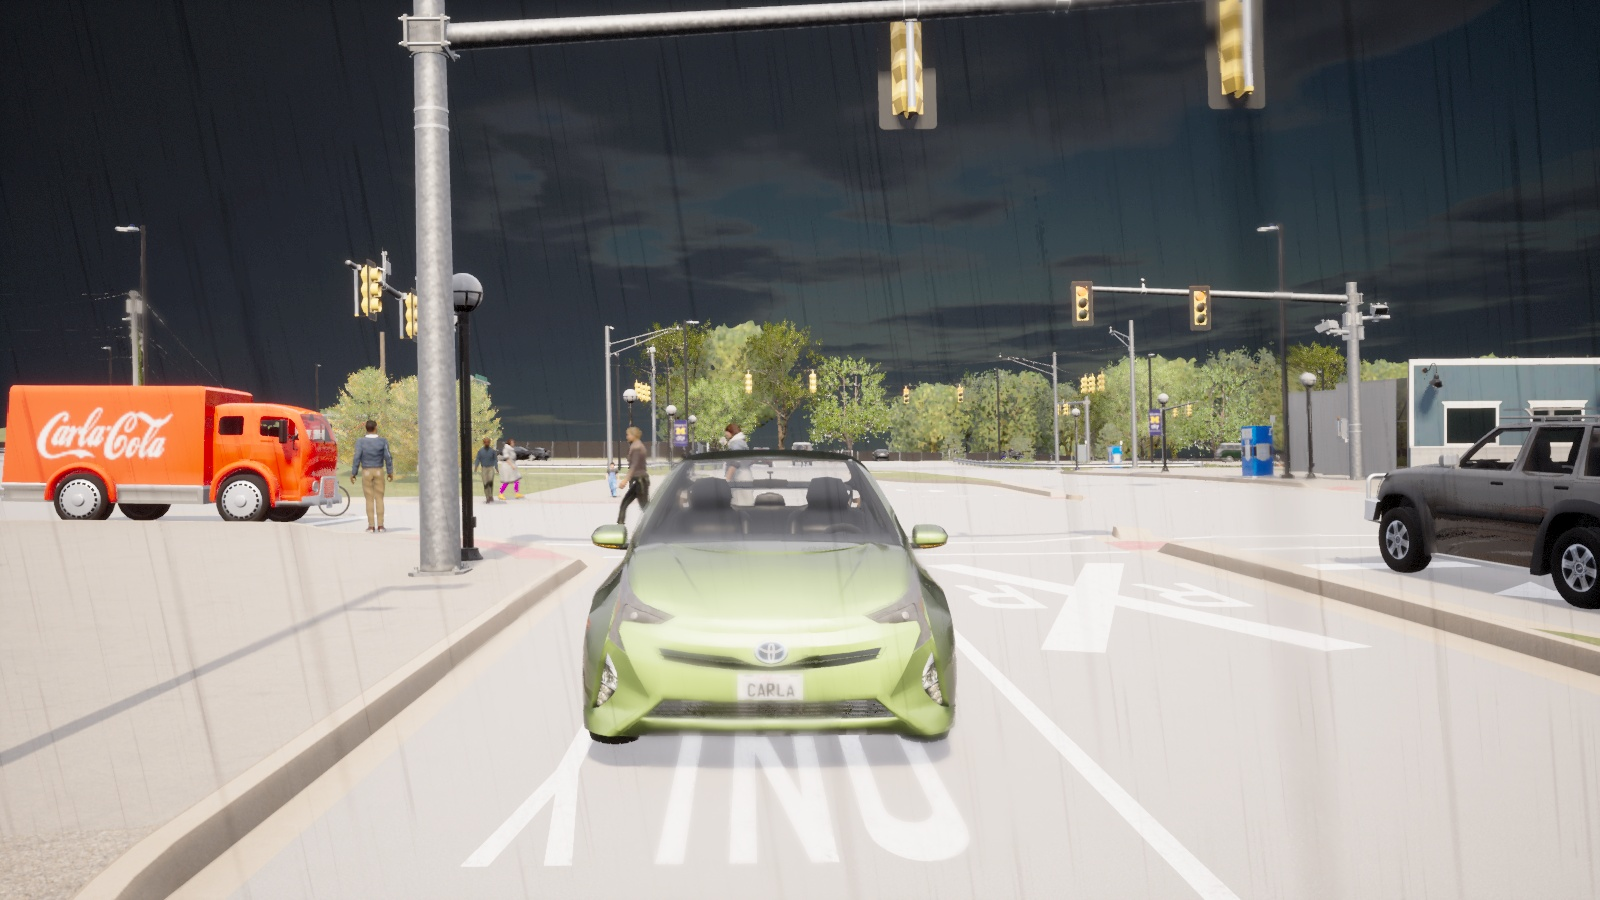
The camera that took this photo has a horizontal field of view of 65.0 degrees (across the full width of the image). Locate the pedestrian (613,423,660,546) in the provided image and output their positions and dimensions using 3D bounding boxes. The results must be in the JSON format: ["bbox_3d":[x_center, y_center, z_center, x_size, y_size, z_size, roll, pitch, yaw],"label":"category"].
[{"bbox_3d":[-2.487,0.523,19.139,0.634,1.846,0.331,-2,-1,-4],"label":"pedestrian"}]

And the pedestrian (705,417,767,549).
[{"bbox_3d":[-0.969,0.501,19.176,0.873,1.952,0.659,-2,-1,-1],"label":"pedestrian"}]

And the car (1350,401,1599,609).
[{"bbox_3d":[7.885,0.437,13.016,1.932,1.855,4.605,-1,1,-7],"label":"car"}]

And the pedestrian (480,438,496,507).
[{"bbox_3d":[-8.500,0.607,34.227,0.370,1.835,0.726,-2,-1,-12],"label":"pedestrian"}]

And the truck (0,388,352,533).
[{"bbox_3d":[-11.177,0.198,22.731,5.204,2.467,2.627,0,-1,-2],"label":"truck"}]

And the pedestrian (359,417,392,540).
[{"bbox_3d":[-6.901,0.455,20.398,0.423,1.949,0.788,-2,-1,-21],"label":"pedestrian"}]

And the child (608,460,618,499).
[{"bbox_3d":[-6.244,0.981,41.982,0.270,1.263,0.437,-2,-1,-3],"label":"child"}]

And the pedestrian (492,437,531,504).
[{"bbox_3d":[-8.575,0.618,37.322,0.873,1.952,0.659,-2,-1,13],"label":"pedestrian"}]

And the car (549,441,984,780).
[{"bbox_3d":[-0.205,0.725,8.079,2.007,1.525,4.514,0,1,-1],"label":"car"}]
